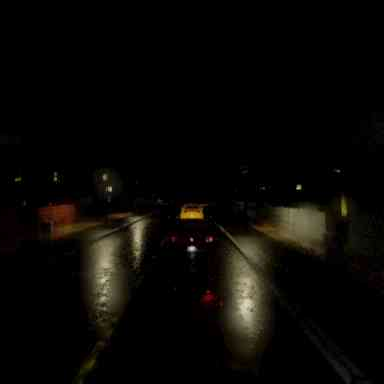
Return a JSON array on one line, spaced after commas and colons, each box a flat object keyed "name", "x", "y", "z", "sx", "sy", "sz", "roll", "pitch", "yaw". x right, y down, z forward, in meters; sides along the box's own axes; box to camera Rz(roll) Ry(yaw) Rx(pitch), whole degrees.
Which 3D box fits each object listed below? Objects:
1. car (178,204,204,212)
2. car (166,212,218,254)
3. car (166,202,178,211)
[{"name": "car", "x": 0.004, "y": 1.805, "z": 29.487, "sx": 1.882, "sy": 1.535, "sz": 5.008, "roll": 0, "pitch": 0, "yaw": 0}, {"name": "car", "x": 0.001, "y": 1.742, "z": 14.091, "sx": 1.895, "sy": 1.301, "sz": 4.718, "roll": 0, "pitch": -1, "yaw": 0}, {"name": "car", "x": -2.757, "y": 2.179, "z": 50.198, "sx": 1.994, "sy": 1.385, "sz": 4.181, "roll": 0, "pitch": -1, "yaw": 0}]
